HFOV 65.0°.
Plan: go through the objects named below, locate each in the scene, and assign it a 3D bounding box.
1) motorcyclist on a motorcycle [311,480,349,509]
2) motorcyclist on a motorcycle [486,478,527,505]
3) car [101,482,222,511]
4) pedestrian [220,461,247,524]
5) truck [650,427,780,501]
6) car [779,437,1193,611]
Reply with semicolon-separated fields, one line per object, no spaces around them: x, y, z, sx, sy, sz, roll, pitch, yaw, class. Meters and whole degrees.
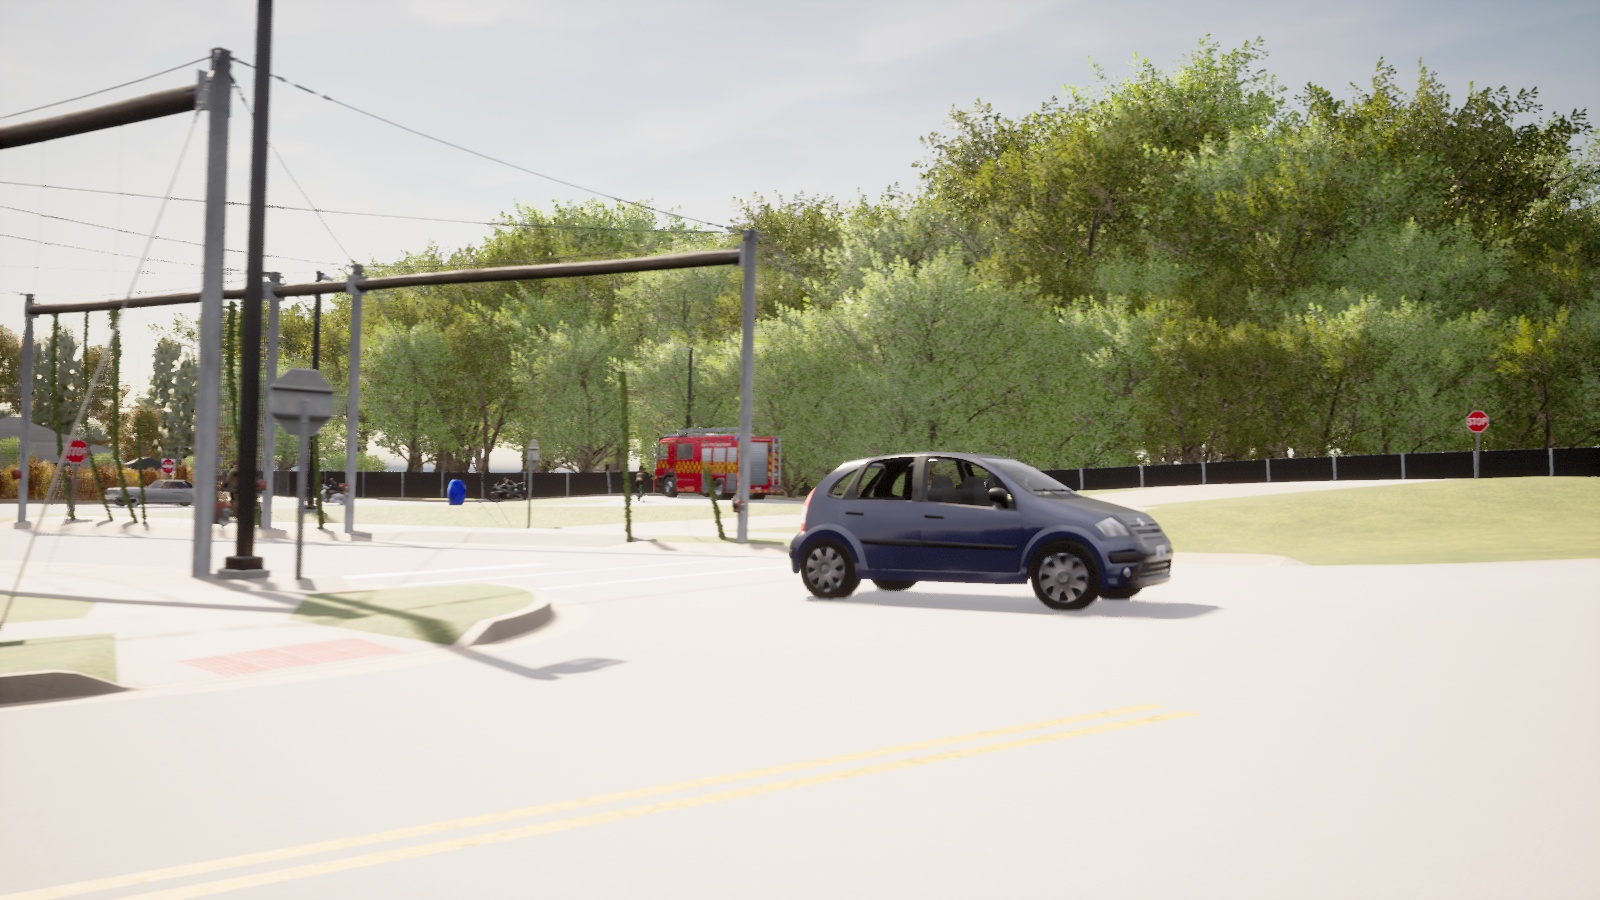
-26.978;2.527;72.136;1.817;1.590;0.866;1;1;-42;motorcyclist on a motorcycle
-17.874;2.537;76.543;2.191;1.530;0.866;-3;-1;1;motorcyclist on a motorcycle
-30.309;2.197;59.706;1.895;1.301;4.718;-1;-2;44;car
-17.642;1.322;39.126;0.692;1.930;0.396;1;-1;31;pedestrian
-4.810;0.785;69.076;2.891;3.827;8.468;1;-1;-38;truck
1.951;0.766;13.519;3.988;1.617;1.851;-2;-3;32;car
